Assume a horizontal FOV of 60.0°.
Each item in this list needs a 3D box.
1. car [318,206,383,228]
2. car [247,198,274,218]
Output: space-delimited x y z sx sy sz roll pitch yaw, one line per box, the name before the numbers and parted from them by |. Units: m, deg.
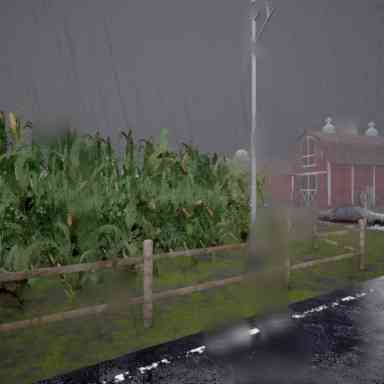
car | 11.772 1.732 24.234 2.033 1.411 5.357 1 -1 -31
car | 6.000 1.597 34.236 2.150 2.045 5.566 1 -1 -28
